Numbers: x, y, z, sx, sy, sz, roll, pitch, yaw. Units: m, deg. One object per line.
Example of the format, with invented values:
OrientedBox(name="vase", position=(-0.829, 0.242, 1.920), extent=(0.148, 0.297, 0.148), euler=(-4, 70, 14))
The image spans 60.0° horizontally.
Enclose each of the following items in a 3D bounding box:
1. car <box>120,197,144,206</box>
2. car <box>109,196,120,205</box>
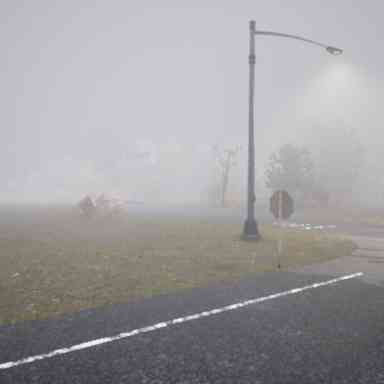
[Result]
OrientedBox(name="car", position=(-9.798, 1.561, 55.976), extent=(2.128, 1.511, 4.902), euler=(1, 0, -33))
OrientedBox(name="car", position=(-14.134, 1.535, 62.409), extent=(1.882, 1.535, 5.008), euler=(1, 0, -34))
